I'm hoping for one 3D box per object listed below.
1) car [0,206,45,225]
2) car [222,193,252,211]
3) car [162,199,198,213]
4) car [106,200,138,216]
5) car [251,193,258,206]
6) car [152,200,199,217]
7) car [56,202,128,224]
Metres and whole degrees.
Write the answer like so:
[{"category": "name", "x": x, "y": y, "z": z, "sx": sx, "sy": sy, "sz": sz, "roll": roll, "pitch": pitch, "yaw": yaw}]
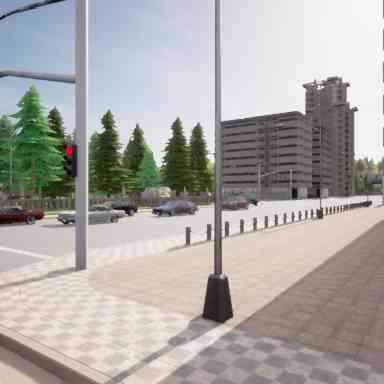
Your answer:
[{"category": "car", "x": -12.588, "y": 1.601, "z": 22.276, "sx": 1.895, "sy": 1.301, "sz": 4.718, "roll": 0, "pitch": 0, "yaw": 37}, {"category": "car", "x": 5.115, "y": 1.352, "z": 40.943, "sx": 2.097, "sy": 1.767, "sz": 4.553, "roll": 0, "pitch": 0, "yaw": 36}, {"category": "car", "x": -1.341, "y": 1.563, "z": 37.954, "sx": 1.994, "sy": 1.385, "sz": 4.181, "roll": 0, "pitch": 0, "yaw": 35}, {"category": "car", "x": -7.096, "y": 1.478, "z": 29.890, "sx": 1.882, "sy": 1.535, "sz": 5.008, "roll": 0, "pitch": 0, "yaw": 36}, {"category": "car", "x": 8.229, "y": 1.223, "z": 51.205, "sx": 2.150, "sy": 2.045, "sz": 5.566, "roll": 0, "pitch": 0, "yaw": 36}, {"category": "car", "x": -1.465, "y": 1.547, "z": 31.746, "sx": 2.033, "sy": 1.411, "sz": 5.357, "roll": 0, "pitch": 0, "yaw": 36}, {"category": "car", "x": -7.162, "y": 1.601, "z": 23.773, "sx": 1.895, "sy": 1.301, "sz": 4.718, "roll": 0, "pitch": 0, "yaw": 36}]
